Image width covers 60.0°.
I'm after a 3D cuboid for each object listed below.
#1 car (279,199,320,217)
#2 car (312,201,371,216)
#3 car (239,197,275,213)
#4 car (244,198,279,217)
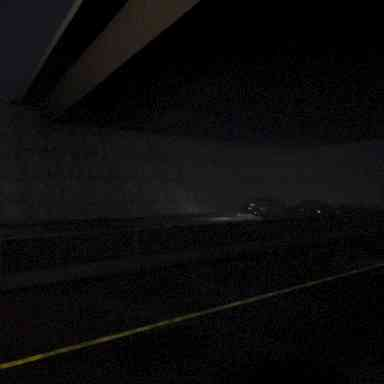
[{"bbox_3d":[10.084,1.412,28.415,5.008,1.535,1.882,0,0,-36],"label":"car"},{"bbox_3d":[11.503,1.536,25.129,4.718,1.301,1.895,0,0,-36],"label":"car"},{"bbox_3d":[7.122,1.284,34.901,4.553,1.767,2.097,0,0,-36],"label":"car"},{"bbox_3d":[7.415,1.538,30.812,4.718,1.301,1.895,0,0,-36],"label":"car"}]
